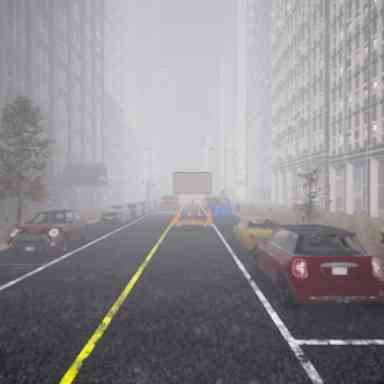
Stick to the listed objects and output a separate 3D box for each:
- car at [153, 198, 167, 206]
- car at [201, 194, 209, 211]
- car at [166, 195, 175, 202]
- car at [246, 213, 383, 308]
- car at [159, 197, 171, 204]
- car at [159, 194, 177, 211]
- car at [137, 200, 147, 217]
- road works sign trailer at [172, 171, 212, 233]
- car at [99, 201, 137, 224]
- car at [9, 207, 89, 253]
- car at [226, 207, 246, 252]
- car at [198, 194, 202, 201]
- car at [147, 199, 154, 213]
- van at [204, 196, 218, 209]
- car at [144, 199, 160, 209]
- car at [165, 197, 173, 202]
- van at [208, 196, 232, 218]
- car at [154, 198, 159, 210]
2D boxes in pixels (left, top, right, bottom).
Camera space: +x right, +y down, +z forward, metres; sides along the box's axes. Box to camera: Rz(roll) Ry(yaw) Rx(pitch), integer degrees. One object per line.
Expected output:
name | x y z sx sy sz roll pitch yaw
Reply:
car | -5.681 1.714 59.136 2.008 1.369 4.403 -1 0 0
car | 2.692 1.431 42.084 2.192 1.841 5.009 -1 0 0
car | -5.674 1.680 87.554 1.967 1.590 4.097 -1 0 0
car | 2.684 1.462 7.982 1.967 1.590 4.097 -1 0 0
car | -5.678 1.745 70.503 2.008 1.369 4.403 -1 0 0
car | -3.078 1.341 43.987 2.150 2.045 5.566 0 0 0
car | -5.689 1.651 30.718 1.947 1.339 4.313 -1 0 0
road works sign trailer | 0.025 0.520 20.092 2.380 3.560 2.880 0 0 0
car | -5.691 1.620 25.034 2.008 1.369 4.403 -1 0 0
car | -5.695 1.478 13.668 1.967 1.590 4.097 -1 0 0
car | 2.686 1.564 13.835 1.752 1.417 4.829 -1 0 0
car | 2.703 1.745 70.501 2.008 1.369 4.403 -1 0 0
car | -5.687 1.646 36.402 1.887 1.381 4.507 -1 0 0
van | 2.694 1.473 47.767 1.690 1.788 3.998 -1 0 0
car | -5.684 1.714 47.769 1.802 1.307 4.206 -1 0 0
car | -5.675 1.807 81.870 1.802 1.307 4.206 -1 0 0
van | 2.689 1.426 30.716 1.690 1.788 3.998 -1 0 0
car | -5.687 1.667 42.085 2.008 1.369 4.403 -1 0 0
